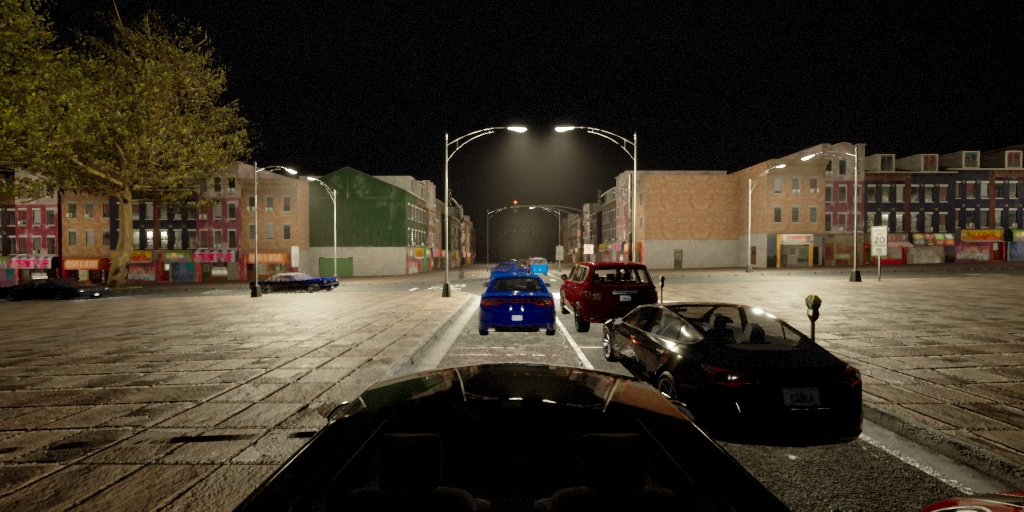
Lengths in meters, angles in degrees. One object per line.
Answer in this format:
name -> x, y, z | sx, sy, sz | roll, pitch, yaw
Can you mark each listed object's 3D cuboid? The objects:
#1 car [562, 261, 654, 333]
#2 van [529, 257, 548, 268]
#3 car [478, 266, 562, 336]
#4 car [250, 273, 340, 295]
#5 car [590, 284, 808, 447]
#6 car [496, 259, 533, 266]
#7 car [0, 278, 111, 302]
car -> 2.668, 1.064, 10.736 | 2.192, 1.841, 5.009 | 0, 0, 0
van -> 2.770, 1.105, 37.096 | 1.690, 1.789, 3.998 | 0, 0, 0
car -> 0.147, 1.227, 10.460 | 1.882, 1.535, 5.008 | 0, 0, 1
car -> -13.501, 1.701, 22.528 | 4.718, 1.301, 1.895 | -2, 1, 0
car -> 2.647, 1.315, 5.333 | 1.948, 1.339, 4.313 | 0, 0, 0
car -> -0.118, 1.232, 28.312 | 1.882, 1.535, 5.008 | 2, 0, 19
car -> -28.802, 2.111, 22.578 | 5.357, 1.411, 2.033 | -2, 1, 0
